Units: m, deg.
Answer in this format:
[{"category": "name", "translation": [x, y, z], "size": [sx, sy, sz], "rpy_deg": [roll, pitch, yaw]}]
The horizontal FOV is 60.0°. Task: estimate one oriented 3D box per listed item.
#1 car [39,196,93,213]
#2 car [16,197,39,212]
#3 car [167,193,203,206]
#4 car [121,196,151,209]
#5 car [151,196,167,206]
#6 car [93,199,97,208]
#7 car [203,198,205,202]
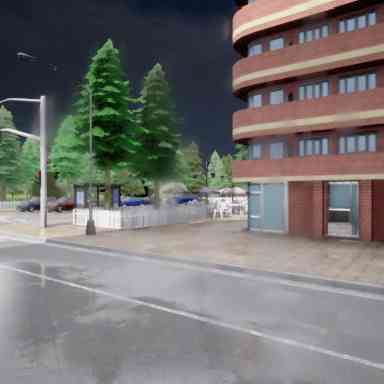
[{"category": "car", "translation": [-13.605, 1.295, 36.093], "size": [2.097, 1.767, 4.553], "rpy_deg": [0, 0, 36]}, {"category": "car", "translation": [-17.089, 1.295, 37.231], "size": [2.097, 1.767, 4.553], "rpy_deg": [0, 0, 35]}, {"category": "car", "translation": [-1.370, 1.164, 51.725], "size": [5.566, 2.045, 2.150], "rpy_deg": [0, 0, -44]}, {"category": "car", "translation": [-8.195, 1.420, 43.536], "size": [1.882, 1.535, 5.008], "rpy_deg": [0, 0, 37]}, {"category": "car", "translation": [-6.629, 1.447, 51.016], "size": [1.837, 1.490, 4.892], "rpy_deg": [0, 0, 41]}, {"category": "car", "translation": [-12.053, 1.506, 44.201], "size": [1.994, 1.385, 4.181], "rpy_deg": [0, 0, 35]}, {"category": "car", "translation": [0.520, 1.507, 57.877], "size": [4.181, 1.385, 1.994], "rpy_deg": [0, 0, -37]}]
